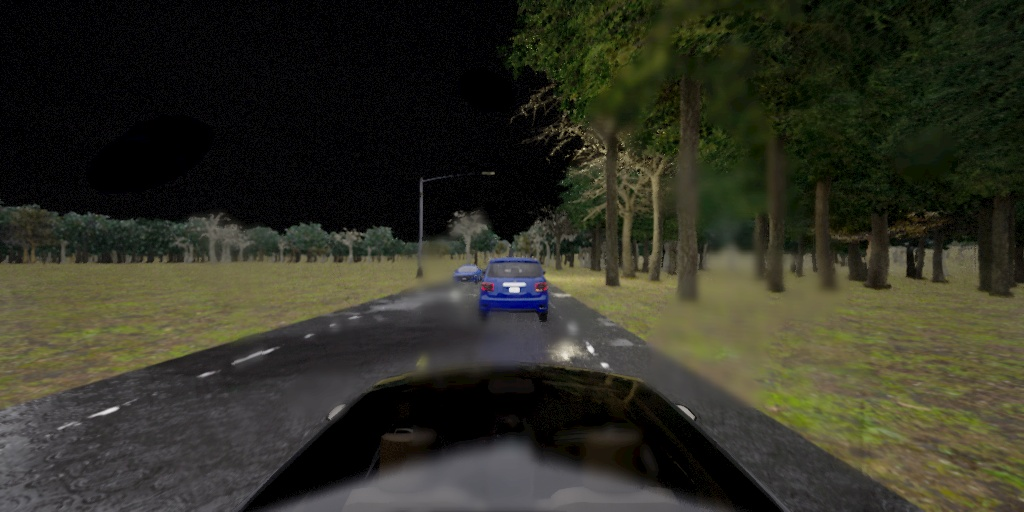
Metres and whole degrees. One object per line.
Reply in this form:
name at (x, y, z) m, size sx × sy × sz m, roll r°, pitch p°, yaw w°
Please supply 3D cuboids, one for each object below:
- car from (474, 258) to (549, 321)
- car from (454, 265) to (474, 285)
car at (0.078, 1.083, 13.018) m, size 2.150 × 2.045 × 5.566 m, roll 0°, pitch 0°, yaw 0°
car at (-3.619, 1.505, 29.899) m, size 1.882 × 1.535 × 5.008 m, roll 0°, pitch -1°, yaw 0°
